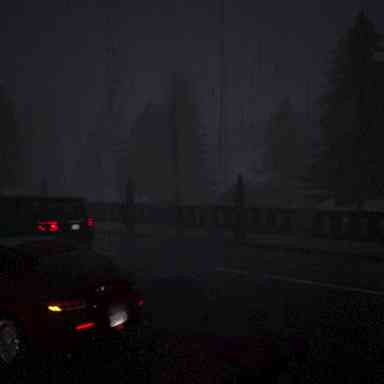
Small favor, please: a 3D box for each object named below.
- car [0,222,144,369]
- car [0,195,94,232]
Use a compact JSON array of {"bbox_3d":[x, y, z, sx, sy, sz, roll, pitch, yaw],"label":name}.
[{"bbox_3d":[-2.917,1.479,5.583,4.674,1.442,1.812,1,0,32],"label":"car"},{"bbox_3d":[-5.865,1.125,11.362,5.566,2.045,2.150,1,0,29],"label":"car"}]
